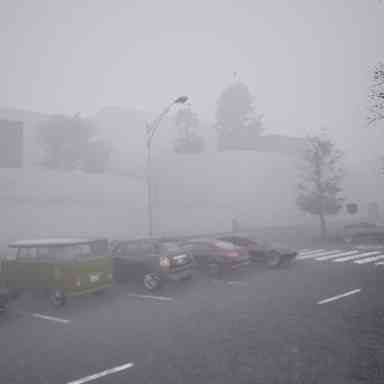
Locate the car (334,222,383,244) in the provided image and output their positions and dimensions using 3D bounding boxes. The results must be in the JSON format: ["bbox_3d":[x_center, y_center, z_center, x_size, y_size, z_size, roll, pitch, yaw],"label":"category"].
[{"bbox_3d":[12.521,2.801,23.263,4.792,1.488,2.163,-7,-7,34],"label":"car"}]

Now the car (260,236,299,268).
[{"bbox_3d":[2.746,2.796,16.293,4.792,1.488,2.163,-7,-7,34],"label":"car"}]

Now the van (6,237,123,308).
[{"bbox_3d":[-4.697,2.553,11.184,4.442,1.987,1.878,-7,-6,34],"label":"van"}]

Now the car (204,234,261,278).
[{"bbox_3d":[0.277,2.807,14.556,4.674,1.452,2.002,-7,-6,34],"label":"car"}]

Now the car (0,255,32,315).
[{"bbox_3d":[-7.009,2.764,9.364,4.892,1.521,2.231,-7,-6,34],"label":"car"}]

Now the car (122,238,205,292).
[{"bbox_3d":[-2.139,2.638,12.825,4.553,1.767,2.185,-7,-6,34],"label":"car"}]
